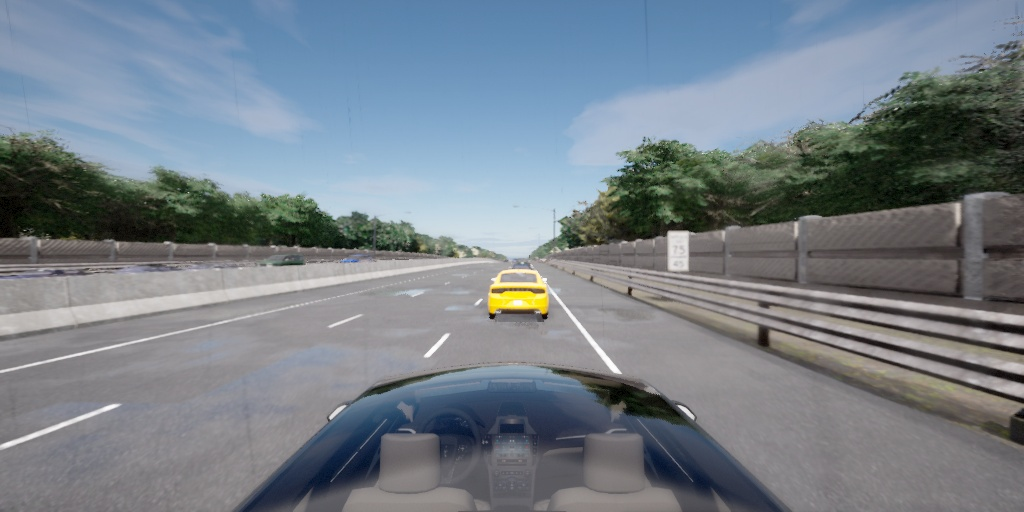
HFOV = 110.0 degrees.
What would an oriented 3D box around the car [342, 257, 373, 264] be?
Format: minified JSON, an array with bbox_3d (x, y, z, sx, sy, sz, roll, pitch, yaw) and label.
[{"bbox_3d":[-16.497,1.167,39.822,1.812,1.442,4.674,0,0,2],"label":"car"}]

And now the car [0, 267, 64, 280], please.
[{"bbox_3d":[-24.185,1.280,18.541,1.895,1.301,4.718,0,0,2],"label":"car"}]

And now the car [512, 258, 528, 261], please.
[{"bbox_3d":[1.355,0.999,48.379,2.097,1.767,4.553,0,0,2],"label":"car"}]

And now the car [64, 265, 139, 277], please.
[{"bbox_3d":[-20.633,1.229,20.146,2.033,1.411,5.357,0,0,2],"label":"car"}]

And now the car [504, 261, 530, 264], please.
[{"bbox_3d":[0.673,1.268,26.521,1.994,1.385,4.181,0,0,2],"label":"car"}]

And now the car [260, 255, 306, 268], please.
[{"bbox_3d":[-23.600,0.861,36.783,2.150,2.045,5.566,0,0,2],"label":"car"}]

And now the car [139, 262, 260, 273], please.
[{"bbox_3d":[-17.131,1.179,20.076,2.128,1.511,4.902,0,0,2],"label":"car"}]

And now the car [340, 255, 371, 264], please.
[{"bbox_3d":[-19.766,0.845,45.784,2.150,2.045,5.566,0,0,2],"label":"car"}]

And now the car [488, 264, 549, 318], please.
[{"bbox_3d":[0.249,1.217,12.923,1.882,1.535,5.008,0,0,2],"label":"car"}]
